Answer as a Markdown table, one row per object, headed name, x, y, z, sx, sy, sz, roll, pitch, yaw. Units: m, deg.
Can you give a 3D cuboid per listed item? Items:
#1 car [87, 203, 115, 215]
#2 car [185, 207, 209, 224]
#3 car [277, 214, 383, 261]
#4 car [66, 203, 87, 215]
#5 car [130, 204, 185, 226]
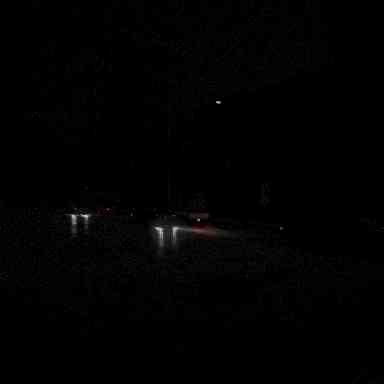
| name | x | y | z | sx | sy | sz | roll | pitch | yaw |
| --- | --- | --- | --- | --- | --- | --- | --- | --- | --- |
| car | -11.417 | 2.125 | 42.281 | 1.994 | 1.385 | 4.181 | 1 | -2 | -35 |
| car | -0.752 | 1.864 | 27.125 | 1.895 | 1.301 | 4.718 | 1 | -2 | -35 |
| car | 5.819 | 1.564 | 12.654 | 2.033 | 1.411 | 5.357 | 1 | -1 | -35 |
| car | -14.457 | 2.058 | 41.588 | 1.812 | 1.442 | 4.674 | 1 | -2 | -35 |
| car | -2.987 | 1.700 | 25.181 | 2.128 | 1.511 | 4.902 | 1 | -2 | -35 |
